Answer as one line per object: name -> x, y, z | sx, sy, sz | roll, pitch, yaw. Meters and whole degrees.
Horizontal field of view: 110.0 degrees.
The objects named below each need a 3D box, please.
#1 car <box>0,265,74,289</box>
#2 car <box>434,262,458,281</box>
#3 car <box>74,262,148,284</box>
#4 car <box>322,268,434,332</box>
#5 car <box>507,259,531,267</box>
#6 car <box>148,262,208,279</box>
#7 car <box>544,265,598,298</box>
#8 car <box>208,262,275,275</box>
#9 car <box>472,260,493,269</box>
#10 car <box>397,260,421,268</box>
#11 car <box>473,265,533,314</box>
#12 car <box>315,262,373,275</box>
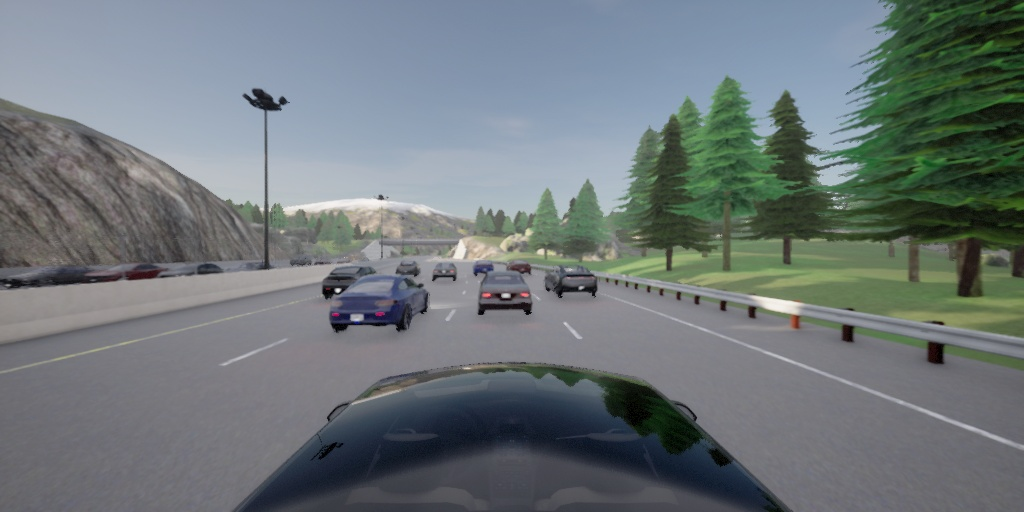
car -> -29.539, 1.309, 23.425 | 2.033, 1.411, 5.357 | 0, 0, -7
car -> -5.393, 1.215, 29.101 | 2.033, 1.411, 5.357 | 0, 0, -8
car -> -26.195, 1.224, 24.663 | 1.882, 1.535, 5.008 | 0, 0, -8
car -> -3.718, 1.254, 10.668 | 1.812, 1.442, 4.674 | 0, 0, -3
car -> 0.613, 1.102, 35.956 | 1.882, 1.535, 5.008 | 0, 0, -9
car -> -22.805, 1.237, 25.728 | 1.837, 1.490, 4.892 | 0, 0, -8
car -> 2.822, 1.174, 17.979 | 2.128, 1.511, 4.902 | 0, 0, -4
car -> -19.384, 1.211, 26.493 | 2.128, 1.511, 4.902 | 0, 0, -8
car -> -2.893, 1.113, 35.735 | 1.882, 1.535, 5.008 | 0, 0, -9
car -> -9.666, 1.155, 33.758 | 2.128, 1.511, 4.902 | 0, 0, -9
car -> -0.333, 1.256, 13.484 | 2.033, 1.411, 5.357 | 0, 0, -3
car -> -7.694, 1.220, 17.873 | 1.837, 1.490, 4.892 | 0, 0, -5
